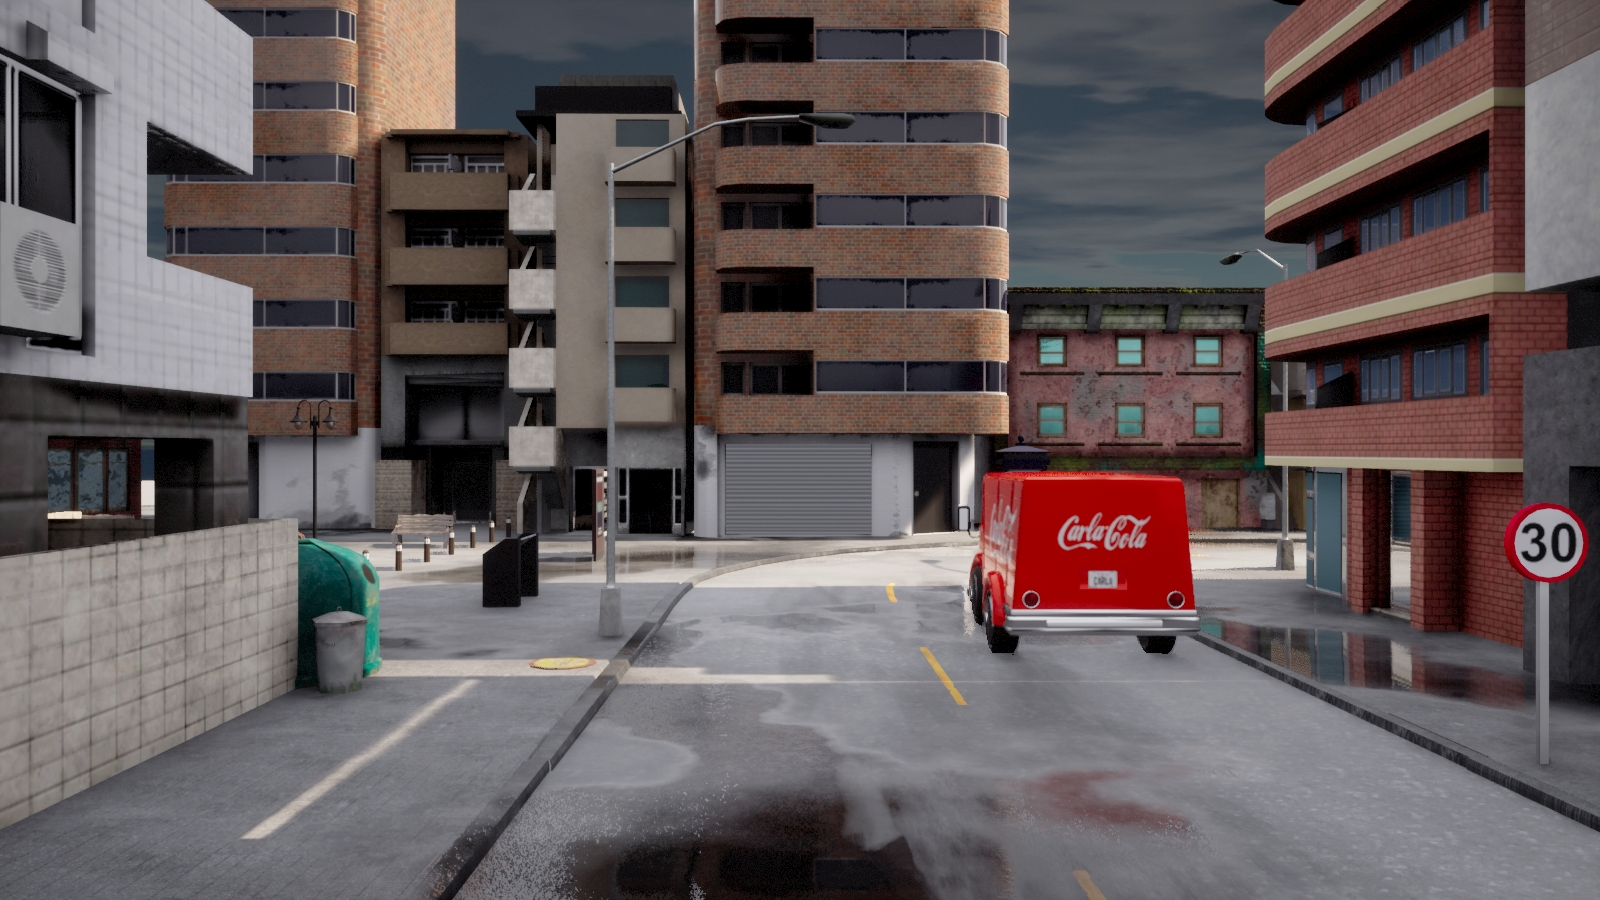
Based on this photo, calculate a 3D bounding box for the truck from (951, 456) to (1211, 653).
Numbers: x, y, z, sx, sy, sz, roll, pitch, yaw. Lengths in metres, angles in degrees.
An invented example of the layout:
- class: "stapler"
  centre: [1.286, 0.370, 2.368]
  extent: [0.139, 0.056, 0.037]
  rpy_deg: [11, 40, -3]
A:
- class: "truck"
  centre: [3.869, 1.345, 16.966]
  extent: [2.627, 2.467, 5.204]
  rpy_deg: [0, -1, 1]
